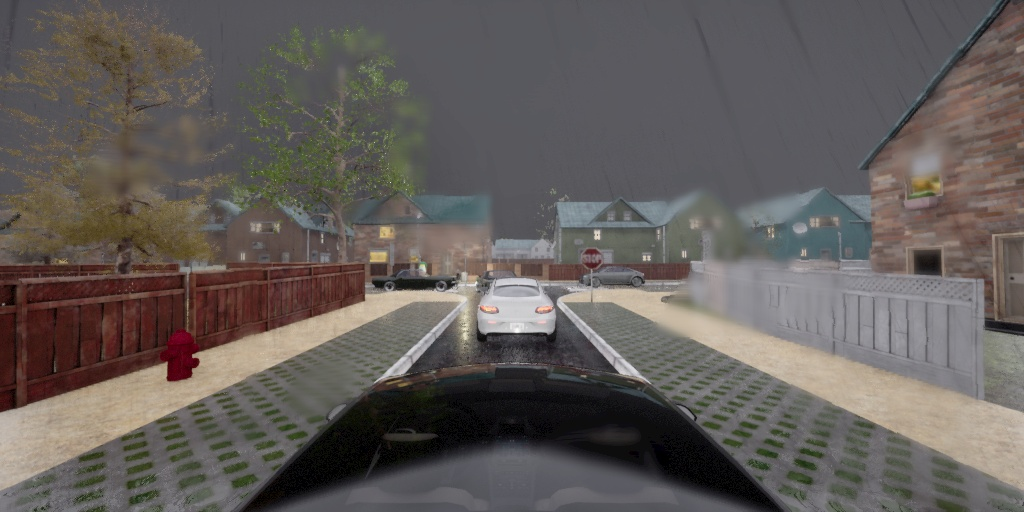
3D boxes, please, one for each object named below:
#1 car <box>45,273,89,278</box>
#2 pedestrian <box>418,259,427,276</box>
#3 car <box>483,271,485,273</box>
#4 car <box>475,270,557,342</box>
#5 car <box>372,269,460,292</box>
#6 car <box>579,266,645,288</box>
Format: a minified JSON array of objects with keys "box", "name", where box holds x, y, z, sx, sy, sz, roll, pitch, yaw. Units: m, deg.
[{"box":[-25.607,1.632,21.173,4.718,1.301,1.895,-1,-1,1],"name":"car"},{"box":[-6.700,1.119,26.789,0.375,1.860,0.375,0,-1,1],"name":"pedestrian"},{"box":[-0.756,1.366,18.519,1.895,1.301,4.718,0,-1,-12],"name":"car"},{"box":[0.103,1.280,9.700,1.812,1.442,4.674,0,0,0],"name":"car"},{"box":[-5.482,1.417,20.904,4.718,1.301,1.895,-1,-1,1],"name":"car"},{"box":[6.539,1.344,23.694,4.181,1.385,1.994,0,-1,1],"name":"car"}]
